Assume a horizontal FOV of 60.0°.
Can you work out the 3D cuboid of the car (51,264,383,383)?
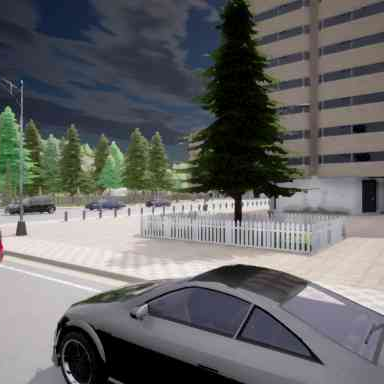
[{"bbox_3d":[0.306,1.564,3.774,4.181,1.385,1.994,0,0,35],"label":"car"}]

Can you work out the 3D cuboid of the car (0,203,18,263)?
[{"bbox_3d":[-7.383,1.221,9.207,5.566,2.045,2.150,0,0,36],"label":"car"}]

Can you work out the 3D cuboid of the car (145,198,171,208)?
[{"bbox_3d":[-4.977,1.564,49.411,1.994,1.385,4.181,0,0,36],"label":"car"}]

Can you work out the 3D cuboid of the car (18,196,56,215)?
[{"bbox_3d":[-16.246,1.352,33.606,2.097,1.767,4.553,0,0,35],"label":"car"}]

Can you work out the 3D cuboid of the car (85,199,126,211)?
[{"bbox_3d":[-10.668,1.547,41.442,2.033,1.411,5.357,0,0,35],"label":"car"}]
